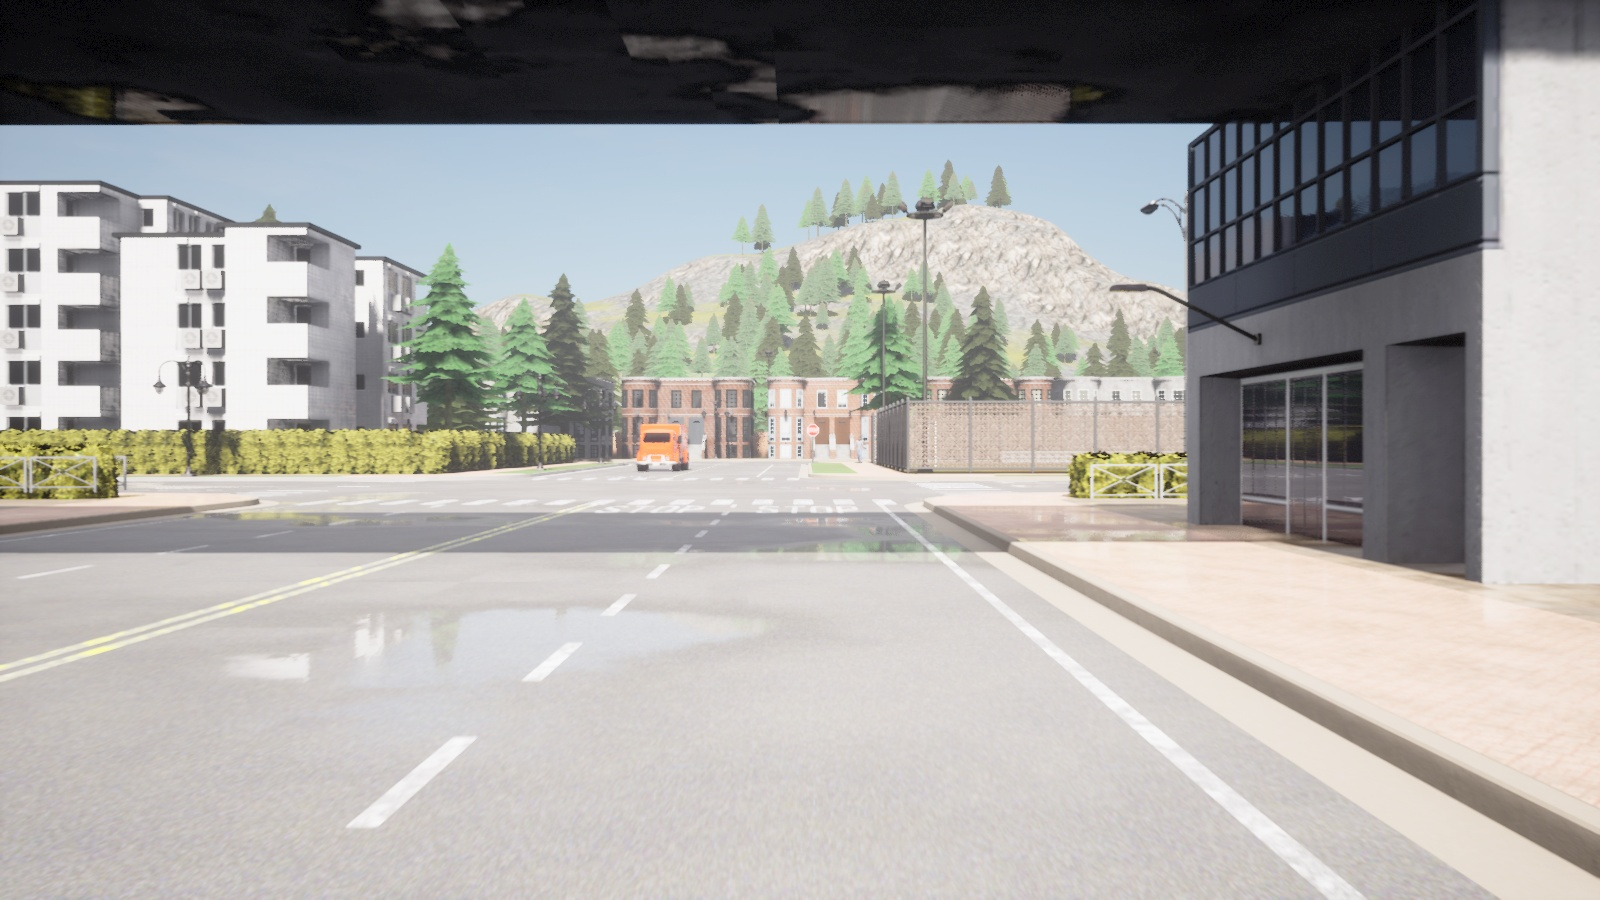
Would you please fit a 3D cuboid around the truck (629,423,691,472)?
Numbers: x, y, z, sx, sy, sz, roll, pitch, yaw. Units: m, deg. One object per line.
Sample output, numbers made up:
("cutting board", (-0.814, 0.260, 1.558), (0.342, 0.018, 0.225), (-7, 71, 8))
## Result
("truck", (-7.266, -0.134, 65.880), (2.627, 2.467, 5.204), (0, 0, 0))
